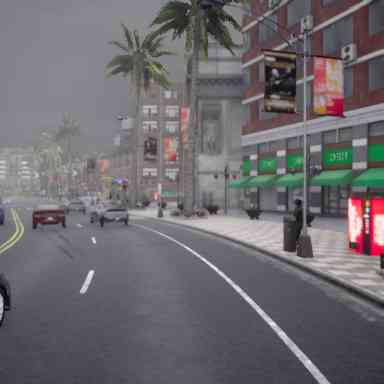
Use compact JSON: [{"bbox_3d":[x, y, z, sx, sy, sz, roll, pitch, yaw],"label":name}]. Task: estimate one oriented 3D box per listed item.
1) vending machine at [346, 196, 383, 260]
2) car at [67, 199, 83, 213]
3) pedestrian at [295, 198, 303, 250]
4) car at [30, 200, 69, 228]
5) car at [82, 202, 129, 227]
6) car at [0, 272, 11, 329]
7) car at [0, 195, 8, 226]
[{"bbox_3d":[6.073,1.190,11.451,1.100,2.100,0.880,0,0,-12],"label":"vending machine"},{"bbox_3d":[-12.145,1.475,34.049,2.128,1.511,4.902,0,0,-28],"label":"car"},{"bbox_3d":[3.805,1.135,11.858,0.375,1.860,0.375,0,0,-13],"label":"pedestrian"},{"bbox_3d":[-9.637,1.467,22.200,1.882,1.535,5.008,0,0,-26],"label":"car"},{"bbox_3d":[-5.756,1.481,22.685,2.128,1.511,4.902,0,0,-28],"label":"car"},{"bbox_3d":[-3.854,1.504,3.746,1.837,1.490,4.892,0,0,-5],"label":"car"},{"bbox_3d":[-14.235,1.209,23.243,2.150,2.045,5.566,0,0,-28],"label":"car"}]
